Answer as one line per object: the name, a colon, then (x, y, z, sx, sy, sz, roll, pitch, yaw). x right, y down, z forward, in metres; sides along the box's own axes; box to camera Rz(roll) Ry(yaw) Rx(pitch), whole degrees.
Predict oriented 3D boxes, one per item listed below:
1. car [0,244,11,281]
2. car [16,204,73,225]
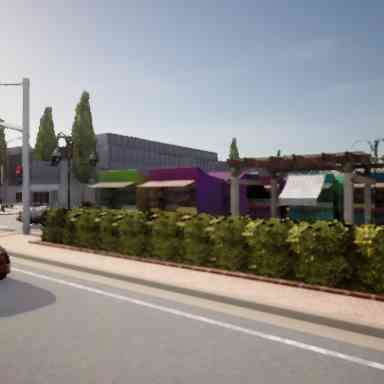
car: (-6.543, 1.575, 8.765, 4.181, 1.385, 1.994, 0, 0, 39)
car: (-9.361, 1.568, 23.543, 2.033, 1.411, 5.357, 0, 0, 42)
